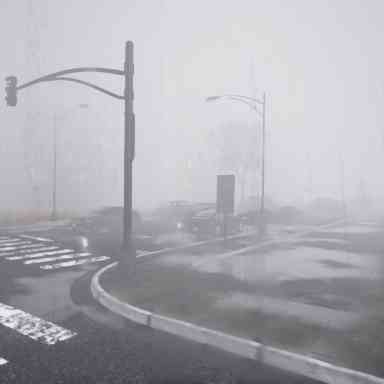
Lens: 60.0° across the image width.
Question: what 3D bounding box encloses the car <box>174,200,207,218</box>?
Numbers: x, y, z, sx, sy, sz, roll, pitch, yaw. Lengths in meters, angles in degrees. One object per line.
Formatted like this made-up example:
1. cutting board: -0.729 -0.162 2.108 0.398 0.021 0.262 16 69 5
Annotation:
1. car: 0.919 1.591 28.301 1.837 1.490 4.892 1 0 36

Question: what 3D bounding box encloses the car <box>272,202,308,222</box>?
1. car: 7.964 1.779 27.898 1.802 1.307 4.206 1 0 36

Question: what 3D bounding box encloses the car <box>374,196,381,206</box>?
1. car: 34.943 1.940 64.796 1.752 1.417 4.829 1 0 36

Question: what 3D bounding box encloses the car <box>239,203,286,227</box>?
1. car: 4.718 1.737 23.483 1.947 1.339 4.313 1 0 36

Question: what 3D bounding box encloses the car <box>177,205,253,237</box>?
1. car: 1.470 1.696 19.067 2.008 1.369 4.403 1 0 36

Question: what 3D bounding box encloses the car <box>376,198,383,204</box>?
1. car: 44.709 2.047 78.075 2.008 1.369 4.403 1 0 36

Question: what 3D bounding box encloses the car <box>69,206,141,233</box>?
1. car: -5.086 1.564 20.139 1.812 1.442 4.674 1 0 36

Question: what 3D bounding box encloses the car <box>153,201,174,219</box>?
1. car: -1.612 1.481 29.454 1.967 1.590 4.097 1 0 36

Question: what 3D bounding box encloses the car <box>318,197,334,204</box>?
1. car: 28.091 1.849 69.622 1.947 1.339 4.313 1 0 36

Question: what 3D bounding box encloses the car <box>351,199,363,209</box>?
1. car: 24.976 1.773 51.244 1.967 1.590 4.097 1 0 36

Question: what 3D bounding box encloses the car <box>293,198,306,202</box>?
1. car: 18.123 1.726 56.071 1.752 1.417 4.829 1 0 36

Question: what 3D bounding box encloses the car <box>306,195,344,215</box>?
1. car: 15.180 1.569 37.780 2.192 1.841 5.009 1 0 36

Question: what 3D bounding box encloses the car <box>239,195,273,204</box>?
1. car: 7.164 1.357 36.772 2.150 2.045 5.566 1 0 36

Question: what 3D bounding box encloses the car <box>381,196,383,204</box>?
1. car: 41.423 1.784 73.602 2.192 1.841 5.009 1 0 36

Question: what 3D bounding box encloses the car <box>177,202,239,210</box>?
1. car: 1.234 1.681 23.427 1.994 1.385 4.181 1 0 37

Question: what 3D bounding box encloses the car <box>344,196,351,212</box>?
1. car: 18.441 1.720 42.272 1.967 1.590 4.097 1 0 36
